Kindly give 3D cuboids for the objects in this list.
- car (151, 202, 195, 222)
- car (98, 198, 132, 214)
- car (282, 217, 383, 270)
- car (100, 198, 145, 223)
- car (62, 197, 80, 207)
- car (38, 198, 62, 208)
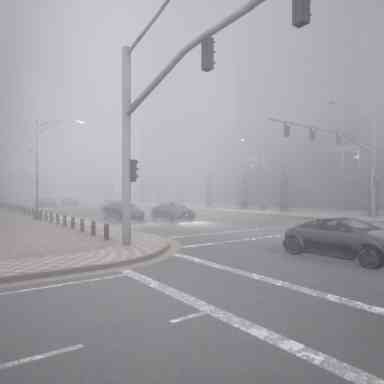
[{"bbox_3d":[-1.547,1.508,26.091,1.994,1.385,4.181,0,0,-36],"label":"car"},{"bbox_3d":[-8.339,1.422,35.707,1.882,1.535,5.008,0,0,-35],"label":"car"},{"bbox_3d":[5.098,1.537,11.056,1.994,1.385,4.181,0,0,-36],"label":"car"},{"bbox_3d":[-5.274,1.449,25.277,1.837,1.490,4.892,0,0,-35],"label":"car"},{"bbox_3d":[-18.674,1.492,50.622,2.033,1.411,5.357,0,0,-34],"label":"car"},{"bbox_3d":[-20.501,1.492,47.093,2.033,1.411,5.357,0,0,-34],"label":"car"}]
